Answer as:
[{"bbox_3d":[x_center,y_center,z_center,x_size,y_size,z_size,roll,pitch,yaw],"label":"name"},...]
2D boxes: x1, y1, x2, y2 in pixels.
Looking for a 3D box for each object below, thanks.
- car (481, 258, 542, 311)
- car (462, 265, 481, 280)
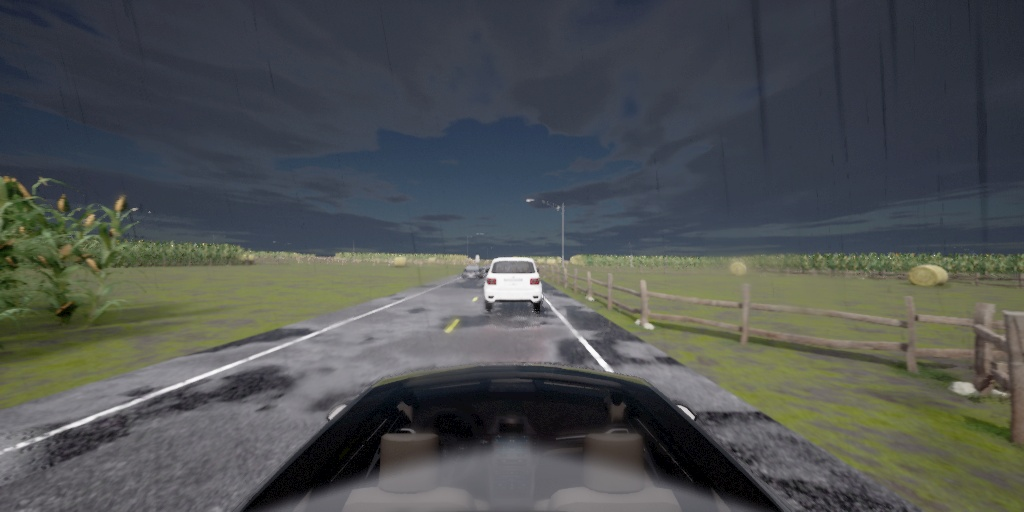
[{"bbox_3d":[0.031,1.122,15.505,2.150,2.045,5.566,0,-1,0],"label":"car"},{"bbox_3d":[-3.940,1.647,36.413,1.812,1.442,4.674,0,-1,-1],"label":"car"}]
